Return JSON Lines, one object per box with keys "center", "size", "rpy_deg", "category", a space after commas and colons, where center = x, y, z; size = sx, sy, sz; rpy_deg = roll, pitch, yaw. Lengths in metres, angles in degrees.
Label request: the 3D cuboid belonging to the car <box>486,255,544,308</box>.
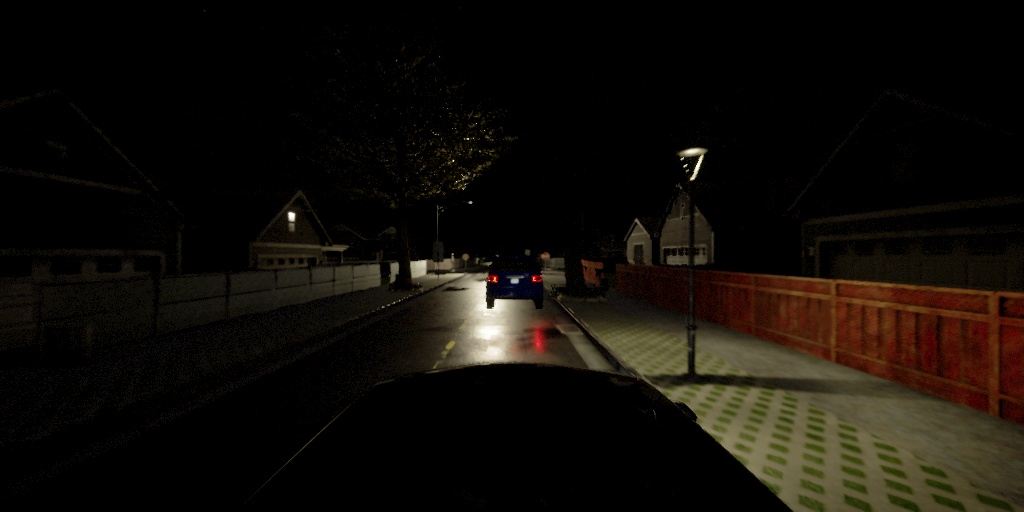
{"center": [0.098, 0.973, 15.189], "size": [2.150, 2.045, 5.566], "rpy_deg": [0, 0, 0], "category": "car"}
